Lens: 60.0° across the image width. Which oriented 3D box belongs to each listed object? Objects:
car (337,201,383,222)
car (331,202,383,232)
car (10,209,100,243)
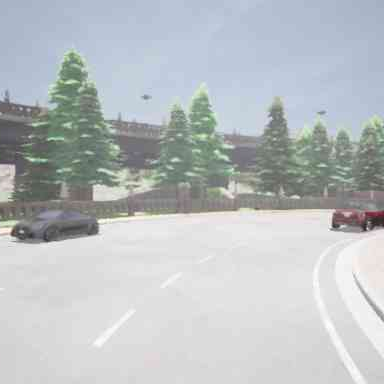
[{"bbox_3d":[14.318,1.536,26.996,5.008,1.535,1.882,1,0,-26],"label":"car"},{"bbox_3d":[10.662,1.395,20.827,4.553,1.767,2.097,0,0,-41],"label":"car"},{"bbox_3d":[-6.486,1.543,16.192,1.994,1.385,4.181,0,0,27],"label":"car"}]
